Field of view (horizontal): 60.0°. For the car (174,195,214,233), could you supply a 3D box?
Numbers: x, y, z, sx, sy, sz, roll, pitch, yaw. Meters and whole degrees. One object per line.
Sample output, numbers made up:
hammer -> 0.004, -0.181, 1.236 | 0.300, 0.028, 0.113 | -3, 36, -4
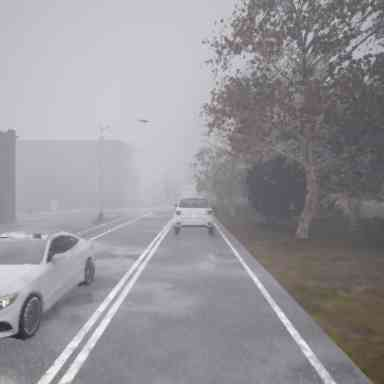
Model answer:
car -> 0.119, 1.284, 19.993 | 2.150, 2.045, 5.566 | 0, 0, 0

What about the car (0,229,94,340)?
car -> -3.344, 1.527, 6.665 | 1.812, 1.442, 4.674 | 0, 0, 0

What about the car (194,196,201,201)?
car -> 1.449, 1.746, 88.451 | 1.895, 1.301, 4.718 | 0, 0, 2

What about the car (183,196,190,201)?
car -> -1.604, 1.797, 94.582 | 1.812, 1.442, 4.674 | 0, 0, 2
